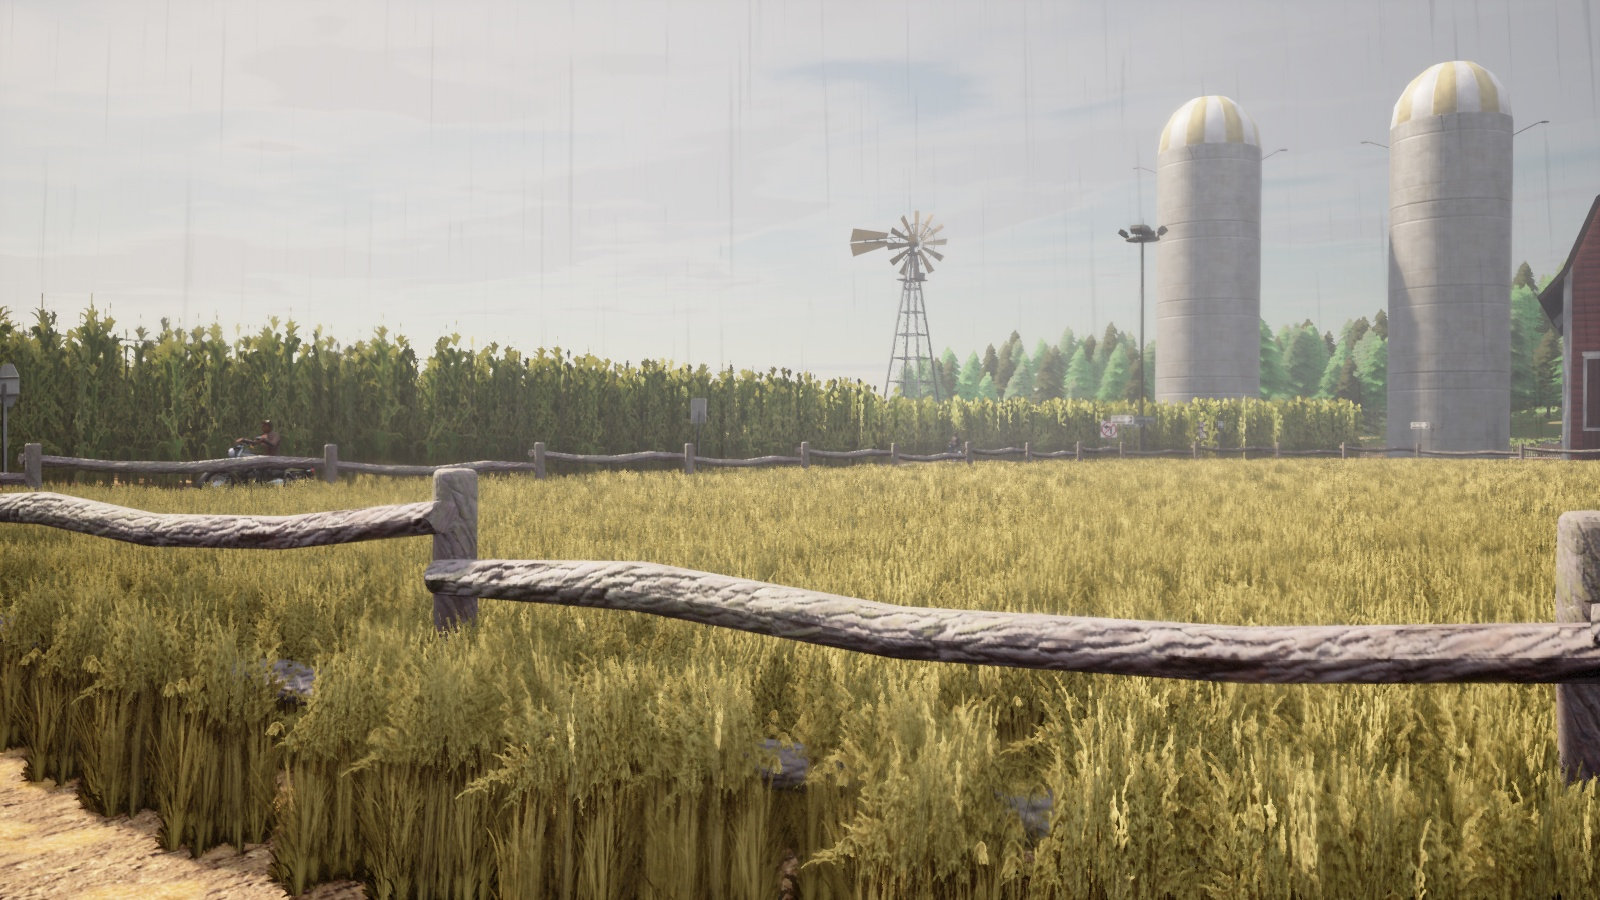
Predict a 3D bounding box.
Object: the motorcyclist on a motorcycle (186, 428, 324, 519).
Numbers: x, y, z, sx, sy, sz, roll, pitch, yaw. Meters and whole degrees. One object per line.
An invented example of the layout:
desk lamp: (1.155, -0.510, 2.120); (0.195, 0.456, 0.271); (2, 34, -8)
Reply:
motorcyclist on a motorcycle: (-10.343, 0.410, 23.910); (0.766, 1.649, 2.350); (0, 1, 34)
